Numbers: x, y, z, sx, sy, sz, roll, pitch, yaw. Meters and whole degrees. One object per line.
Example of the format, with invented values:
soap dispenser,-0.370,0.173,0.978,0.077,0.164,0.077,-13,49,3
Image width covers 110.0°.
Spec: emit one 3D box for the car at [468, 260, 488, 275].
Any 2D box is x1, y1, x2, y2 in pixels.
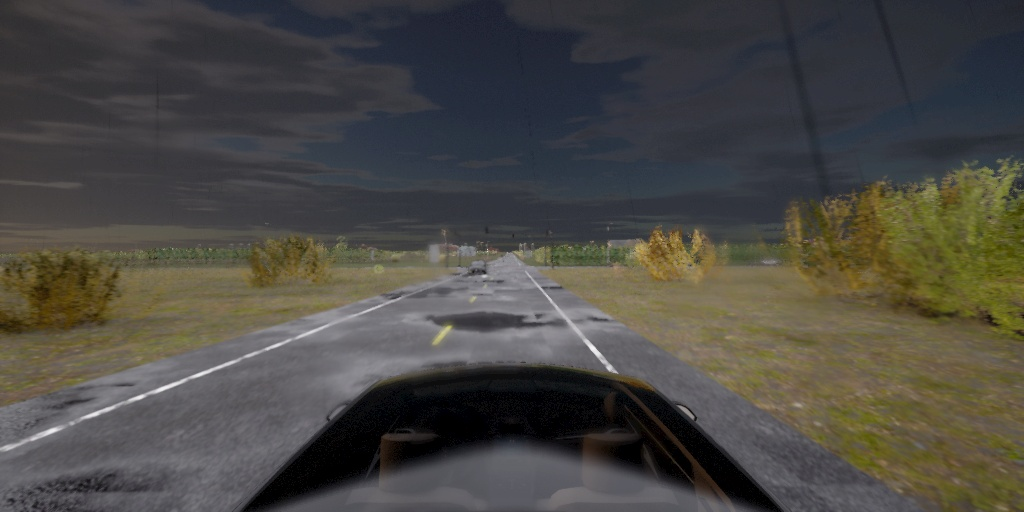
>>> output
car,-3.582,1.230,38.578,1.837,1.490,4.892,0,-1,0
